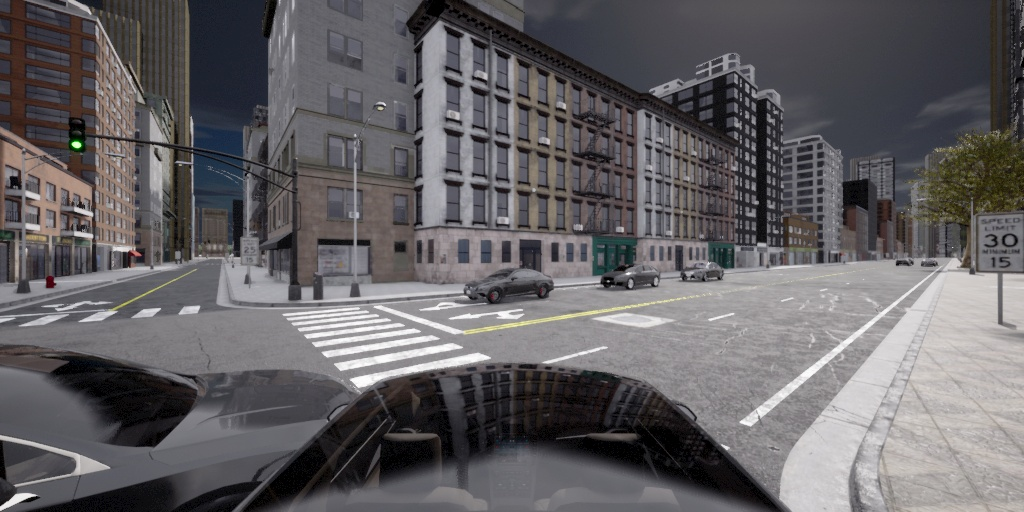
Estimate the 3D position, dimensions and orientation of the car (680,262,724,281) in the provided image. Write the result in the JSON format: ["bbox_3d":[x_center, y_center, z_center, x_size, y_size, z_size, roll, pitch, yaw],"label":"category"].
[{"bbox_3d":[15.662,1.235,29.443,4.902,1.511,2.128,0,0,-39],"label":"car"}]

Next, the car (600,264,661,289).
[{"bbox_3d":[7.652,1.258,22.972,4.892,1.490,1.837,0,0,-39],"label":"car"}]

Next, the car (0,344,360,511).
[{"bbox_3d":[-3.222,1.257,1.776,4.892,1.490,1.837,0,0,-35],"label":"car"}]

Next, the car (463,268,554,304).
[{"bbox_3d":[-0.039,1.286,16.748,4.674,1.442,1.812,0,0,-39],"label":"car"}]
